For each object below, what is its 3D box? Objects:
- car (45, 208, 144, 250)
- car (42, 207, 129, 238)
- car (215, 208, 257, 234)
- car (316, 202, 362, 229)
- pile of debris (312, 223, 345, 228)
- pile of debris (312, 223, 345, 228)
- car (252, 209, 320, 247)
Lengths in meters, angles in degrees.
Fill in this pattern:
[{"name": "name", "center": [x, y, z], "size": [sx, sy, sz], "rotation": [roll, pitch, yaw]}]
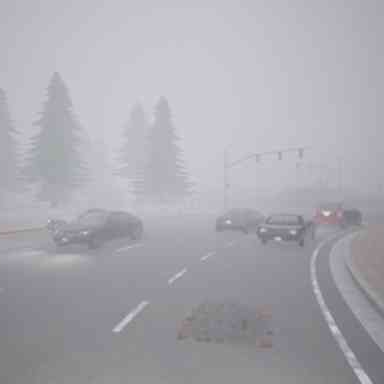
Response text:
[{"name": "car", "center": [-3.842, 1.520, 14.546], "size": [1.812, 1.442, 4.674], "rotation": [0, 0, 23]}, {"name": "car", "center": [-5.781, 1.588, 18.739], "size": [1.895, 1.301, 4.718], "rotation": [0, 0, 27]}, {"name": "car", "center": [3.059, 1.611, 19.694], "size": [1.994, 1.385, 4.181], "rotation": [0, 0, 32]}, {"name": "car", "center": [9.980, 1.450, 22.796], "size": [2.097, 1.767, 4.553], "rotation": [0, 0, 42]}, {"name": "pile of debris", "center": [9.313, 2.269, 22.712], "size": [1.500, 0.140, 1.860], "rotation": [0, 0, 43]}, {"name": "pile of debris", "center": [9.313, 2.269, 22.712], "size": [1.500, 0.140, 1.860], "rotation": [0, 0, 43]}, {"name": "car", "center": [4.574, 1.653, 15.626], "size": [1.895, 1.301, 4.718], "rotation": [0, 0, 28]}]
